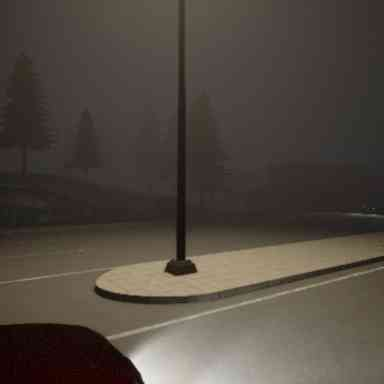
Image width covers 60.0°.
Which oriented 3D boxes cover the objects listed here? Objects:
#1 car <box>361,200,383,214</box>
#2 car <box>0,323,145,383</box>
[{"bbox_3d":[20.602,1.638,36.603,4.892,1.490,1.837,1,0,-35],"label":"car"},{"bbox_3d":[-2.280,1.557,2.004,4.181,1.385,1.994,0,0,-36],"label":"car"}]
